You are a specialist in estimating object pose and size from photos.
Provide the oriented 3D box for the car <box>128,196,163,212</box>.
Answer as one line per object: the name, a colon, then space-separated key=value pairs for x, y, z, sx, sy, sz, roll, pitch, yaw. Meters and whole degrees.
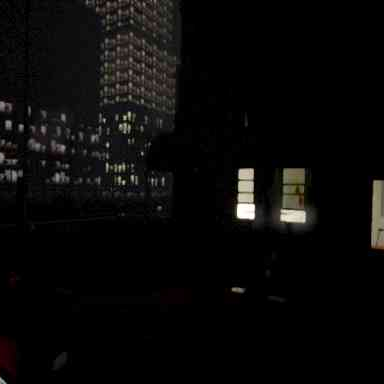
car: x=-5.541 y=1.468 z=36.482 sx=1.802 sy=1.307 sz=4.206 roll=2 pitch=1 yaw=34

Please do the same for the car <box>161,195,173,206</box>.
car: x=-4.087 y=1.283 z=49.065 sx=1.837 sy=1.490 sz=4.892 roll=2 pitch=1 yaw=35

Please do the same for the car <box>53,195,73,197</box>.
car: x=-15.162 y=1.055 z=37.696 sx=1.967 sy=1.590 sz=4.097 roll=2 pitch=1 yaw=34

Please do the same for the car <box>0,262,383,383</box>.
car: x=-0.021 y=1.527 z=2.838 sx=4.507 sy=1.381 sz=1.887 roll=1 pitch=1 yaw=34

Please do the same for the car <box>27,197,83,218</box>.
car: x=-11.718 y=1.378 z=27.426 sx=2.008 sy=1.369 sz=4.403 roll=2 pitch=1 yaw=34

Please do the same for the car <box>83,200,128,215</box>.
car: x=-8.628 y=1.422 z=31.955 sx=1.947 sy=1.339 sz=4.313 roll=2 pitch=1 yaw=34
